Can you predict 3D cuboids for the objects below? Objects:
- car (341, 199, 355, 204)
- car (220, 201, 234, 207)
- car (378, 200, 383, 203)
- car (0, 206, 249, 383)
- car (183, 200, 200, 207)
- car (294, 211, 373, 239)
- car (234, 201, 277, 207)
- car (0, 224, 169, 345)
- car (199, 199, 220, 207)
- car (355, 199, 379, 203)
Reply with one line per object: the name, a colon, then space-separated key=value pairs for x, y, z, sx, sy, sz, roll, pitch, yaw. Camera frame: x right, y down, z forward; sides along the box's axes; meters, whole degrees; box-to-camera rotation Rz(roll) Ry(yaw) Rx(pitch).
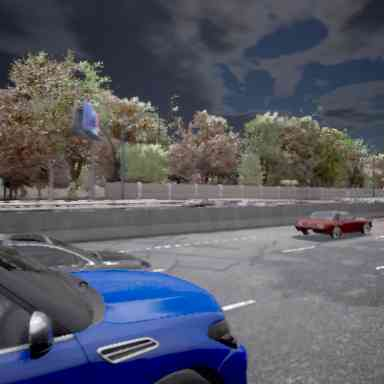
car: x=27.878 y=1.915 z=58.132 sx=4.181 sy=1.385 sz=1.994 roll=0 pitch=0 yaw=-35
car: x=5.420 y=1.652 z=33.635 sx=4.674 sy=1.442 sz=1.812 roll=0 pitch=0 yaw=-35
car: x=31.718 y=1.881 z=52.275 sx=4.674 sy=1.442 sz=1.812 roll=-1 pitch=0 yaw=-35
car: x=-2.134 y=1.219 z=2.226 sx=5.566 sy=2.045 sz=2.150 roll=0 pitch=0 yaw=-35
car: x=1.222 y=1.603 z=39.237 sx=5.008 sy=1.535 sz=1.882 roll=0 pitch=0 yaw=-35
car: x=7.702 y=1.684 z=17.831 sx=4.718 sy=1.301 sz=1.895 roll=0 pitch=0 yaw=-36
car: x=6.408 y=1.644 z=30.046 sx=4.674 sy=1.442 sz=1.812 roll=0 pitch=0 yaw=-35
car: x=-2.989 y=1.509 z=5.913 sx=4.892 sy=1.490 sz=1.837 roll=0 pitch=0 yaw=-35
car: x=3.360 y=1.690 z=36.463 sx=4.181 sy=1.385 sz=1.994 roll=0 pitch=0 yaw=-35
car: x=29.763 y=1.852 z=55.182 sx=4.902 sy=1.511 sz=2.128 roll=0 pitch=0 yaw=-35
